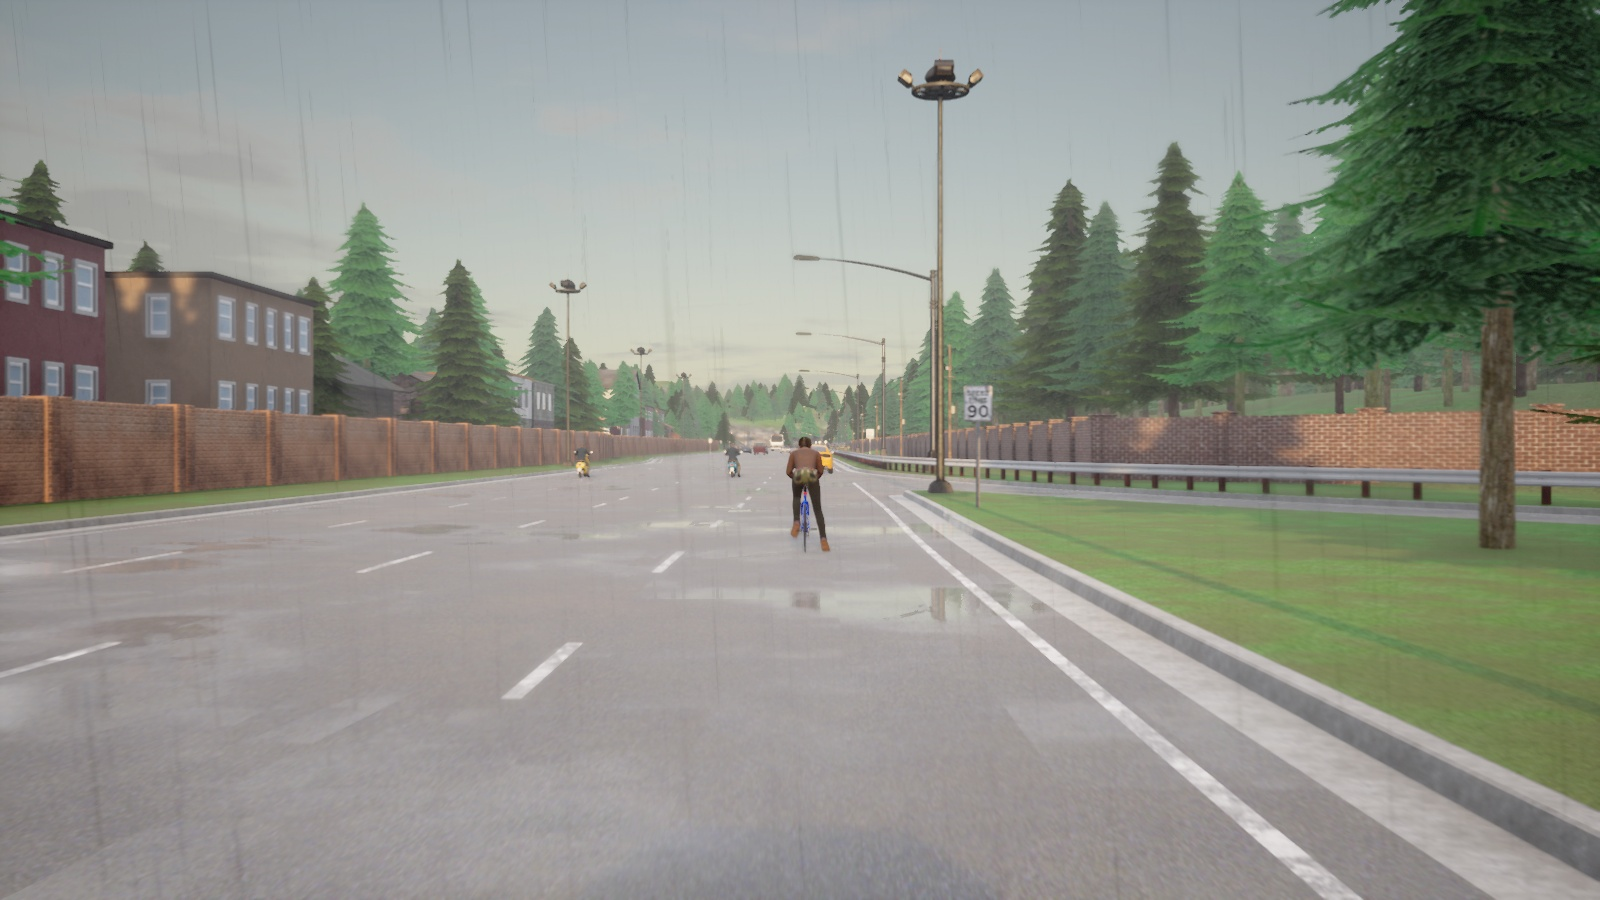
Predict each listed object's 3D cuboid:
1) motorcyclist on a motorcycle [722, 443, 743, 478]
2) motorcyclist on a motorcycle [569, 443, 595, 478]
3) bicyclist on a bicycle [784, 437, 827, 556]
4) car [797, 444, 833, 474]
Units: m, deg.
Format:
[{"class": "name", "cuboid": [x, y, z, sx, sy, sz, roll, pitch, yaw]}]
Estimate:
[{"class": "motorcyclist on a motorcycle", "cuboid": [-3.118, 0.475, 58.303, 0.866, 1.590, 1.817, 0, 0, 0]}, {"class": "motorcyclist on a motorcycle", "cuboid": [-10.118, 0.470, 58.328, 0.866, 1.590, 1.817, 0, 0, 0]}, {"class": "bicyclist on a bicycle", "cuboid": [0.076, 0.632, 17.835, 0.582, 1.620, 1.656, 0, 0, 0]}, {"class": "car", "cuboid": [0.779, 0.468, 67.489, 1.882, 1.535, 5.008, 0, 0, 0]}]
